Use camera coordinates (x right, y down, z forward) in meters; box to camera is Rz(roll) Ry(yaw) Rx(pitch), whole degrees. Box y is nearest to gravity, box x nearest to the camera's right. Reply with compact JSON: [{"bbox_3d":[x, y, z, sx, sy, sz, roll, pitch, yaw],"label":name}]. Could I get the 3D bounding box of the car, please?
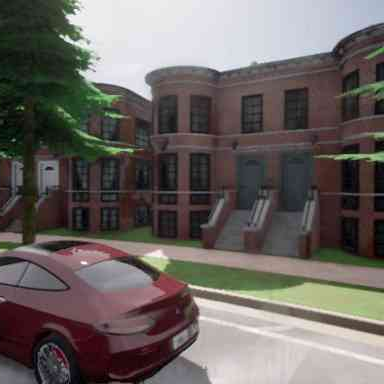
[{"bbox_3d":[-2.110,1.462,4.910,4.674,1.442,1.812,1,1,30],"label":"car"}]
